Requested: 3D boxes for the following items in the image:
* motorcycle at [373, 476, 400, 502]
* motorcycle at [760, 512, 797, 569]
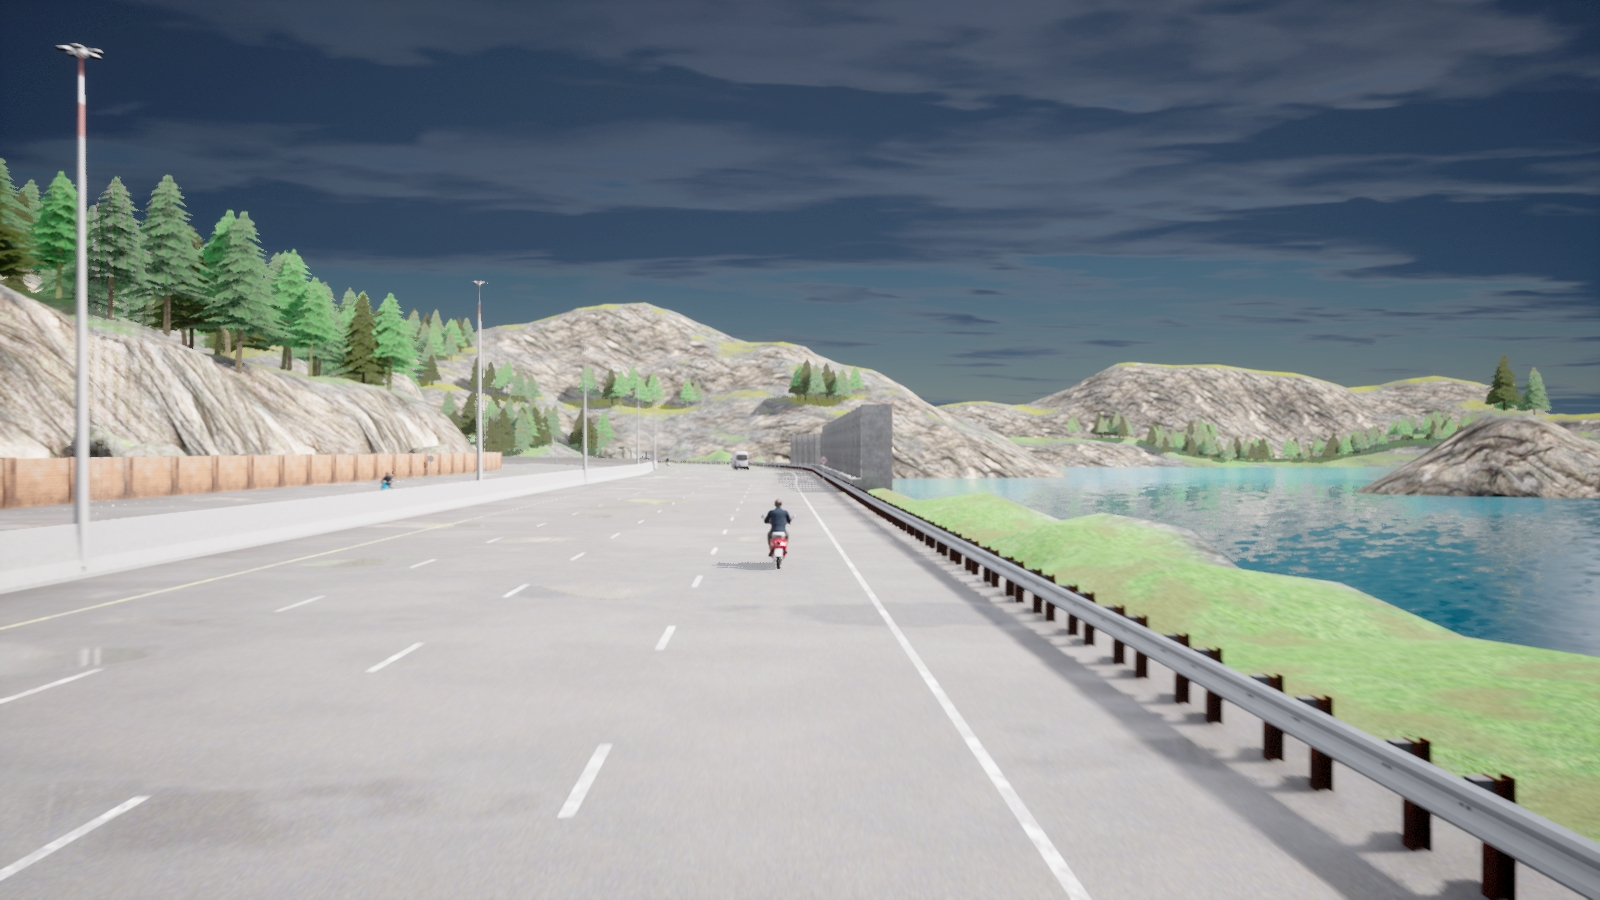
[{"bbox_3d":[-22.390,2.116,61.899,0.856,1.334,1.805,0,0,-1],"label":"motorcycle"},{"bbox_3d":[-0.532,2.170,27.614,0.856,1.236,1.805,0,0,-1],"label":"motorcycle"}]
